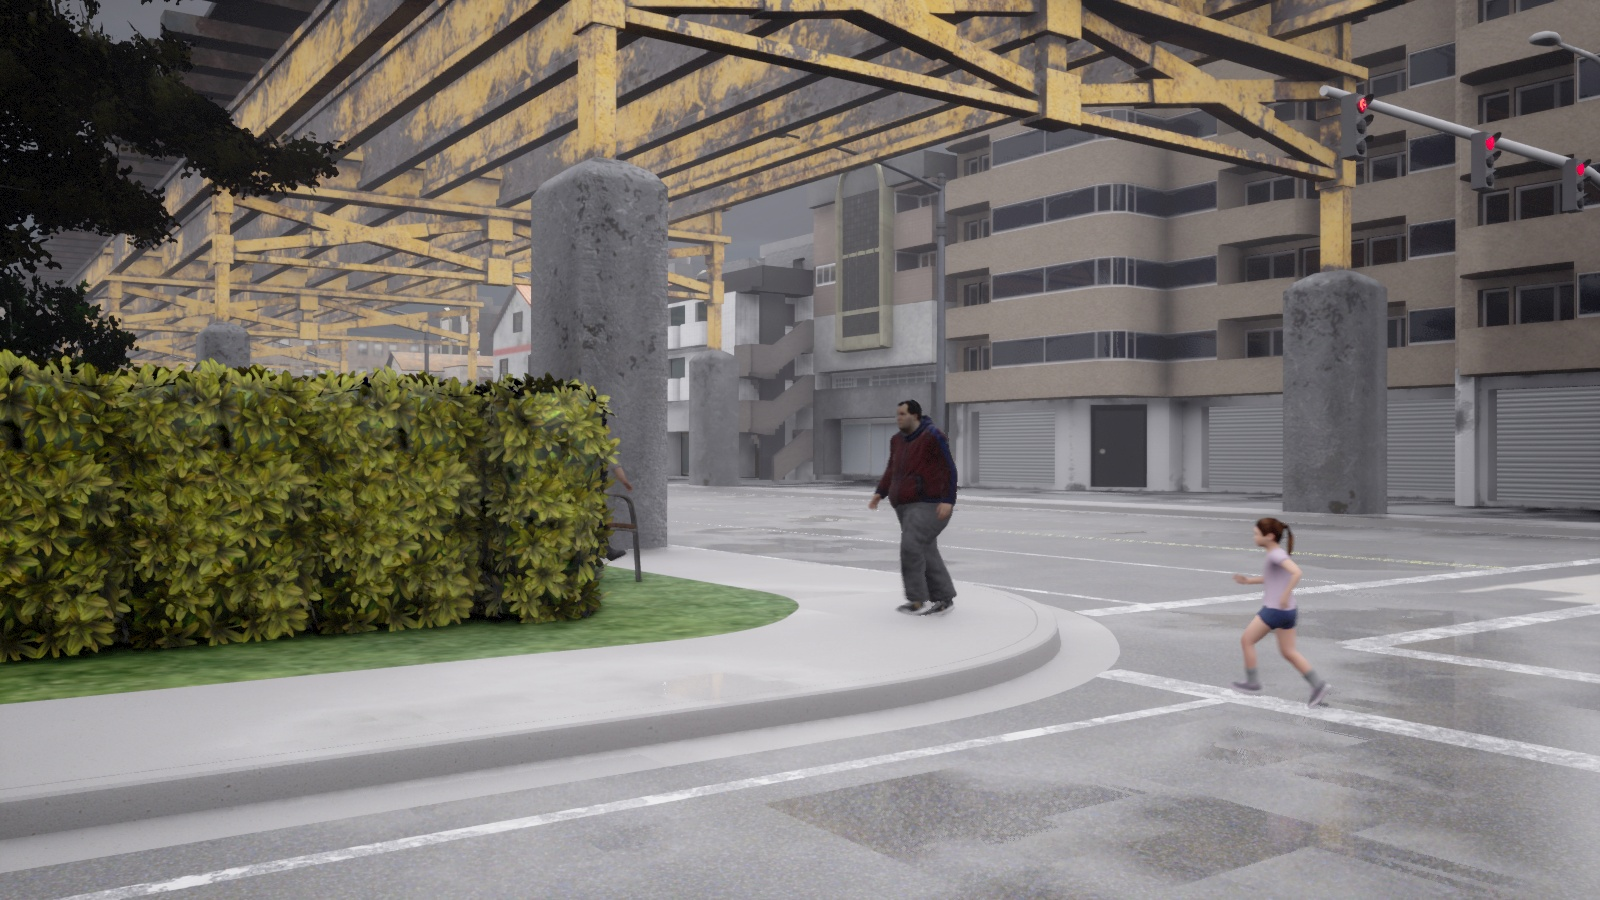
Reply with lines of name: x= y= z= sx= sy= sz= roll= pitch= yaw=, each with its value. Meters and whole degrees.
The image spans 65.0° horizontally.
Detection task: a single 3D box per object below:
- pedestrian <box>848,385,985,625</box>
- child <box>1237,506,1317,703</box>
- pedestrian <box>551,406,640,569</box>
pedestrian: x=0.939 y=0.425 z=10.175 sx=0.899 sy=1.844 sz=0.634 roll=0 pitch=0 yaw=-30
child: x=2.812 y=0.894 z=7.401 sx=0.394 sy=1.110 sz=0.255 roll=0 pitch=0 yaw=34
pedestrian: x=-2.533 y=0.452 z=15.552 sx=0.873 sy=1.952 sz=0.659 roll=0 pitch=0 yaw=37
